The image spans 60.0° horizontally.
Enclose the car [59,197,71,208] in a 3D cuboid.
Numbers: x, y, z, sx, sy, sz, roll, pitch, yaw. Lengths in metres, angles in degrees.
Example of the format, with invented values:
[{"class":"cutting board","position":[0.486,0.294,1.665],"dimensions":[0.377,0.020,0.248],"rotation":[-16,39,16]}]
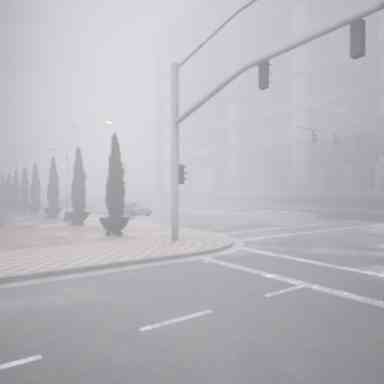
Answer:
[{"class":"car","position":[-19.125,1.587,51.155],"dimensions":[1.837,1.490,4.892],"rotation":[0,-1,-35]}]

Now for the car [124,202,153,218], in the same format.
[{"class":"car","position":[-5.619,1.674,31.989],"dimensions":[1.895,1.301,4.718],"rotation":[0,0,-35]}]
